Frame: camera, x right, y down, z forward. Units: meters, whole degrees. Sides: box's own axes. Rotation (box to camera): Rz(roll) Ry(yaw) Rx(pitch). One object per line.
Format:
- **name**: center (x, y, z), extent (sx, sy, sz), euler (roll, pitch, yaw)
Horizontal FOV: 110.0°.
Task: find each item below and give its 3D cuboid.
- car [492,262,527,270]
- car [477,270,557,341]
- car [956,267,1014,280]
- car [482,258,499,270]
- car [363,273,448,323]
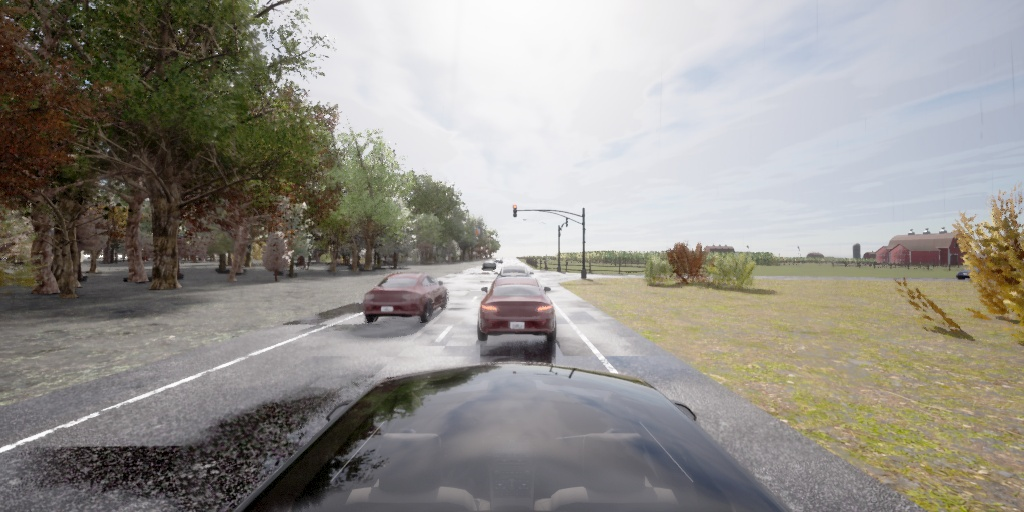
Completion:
- **car**: center (0.105, 1.260, 19.021), extent (1.837, 1.490, 4.892), euler (0, 0, 0)
- **car**: center (0.112, 1.278, 9.759), extent (1.812, 1.442, 4.674), euler (0, 0, 0)
- **car**: center (48.945, 1.847, 37.114), extent (4.181, 1.385, 1.994), euler (1, -1, 0)
- **car**: center (-3.382, 1.322, 54.332), extent (1.994, 1.385, 4.181), euler (0, 0, 0)
- **car**: center (-3.393, 1.279, 12.037), extent (1.812, 1.442, 4.674), euler (0, 0, 0)
